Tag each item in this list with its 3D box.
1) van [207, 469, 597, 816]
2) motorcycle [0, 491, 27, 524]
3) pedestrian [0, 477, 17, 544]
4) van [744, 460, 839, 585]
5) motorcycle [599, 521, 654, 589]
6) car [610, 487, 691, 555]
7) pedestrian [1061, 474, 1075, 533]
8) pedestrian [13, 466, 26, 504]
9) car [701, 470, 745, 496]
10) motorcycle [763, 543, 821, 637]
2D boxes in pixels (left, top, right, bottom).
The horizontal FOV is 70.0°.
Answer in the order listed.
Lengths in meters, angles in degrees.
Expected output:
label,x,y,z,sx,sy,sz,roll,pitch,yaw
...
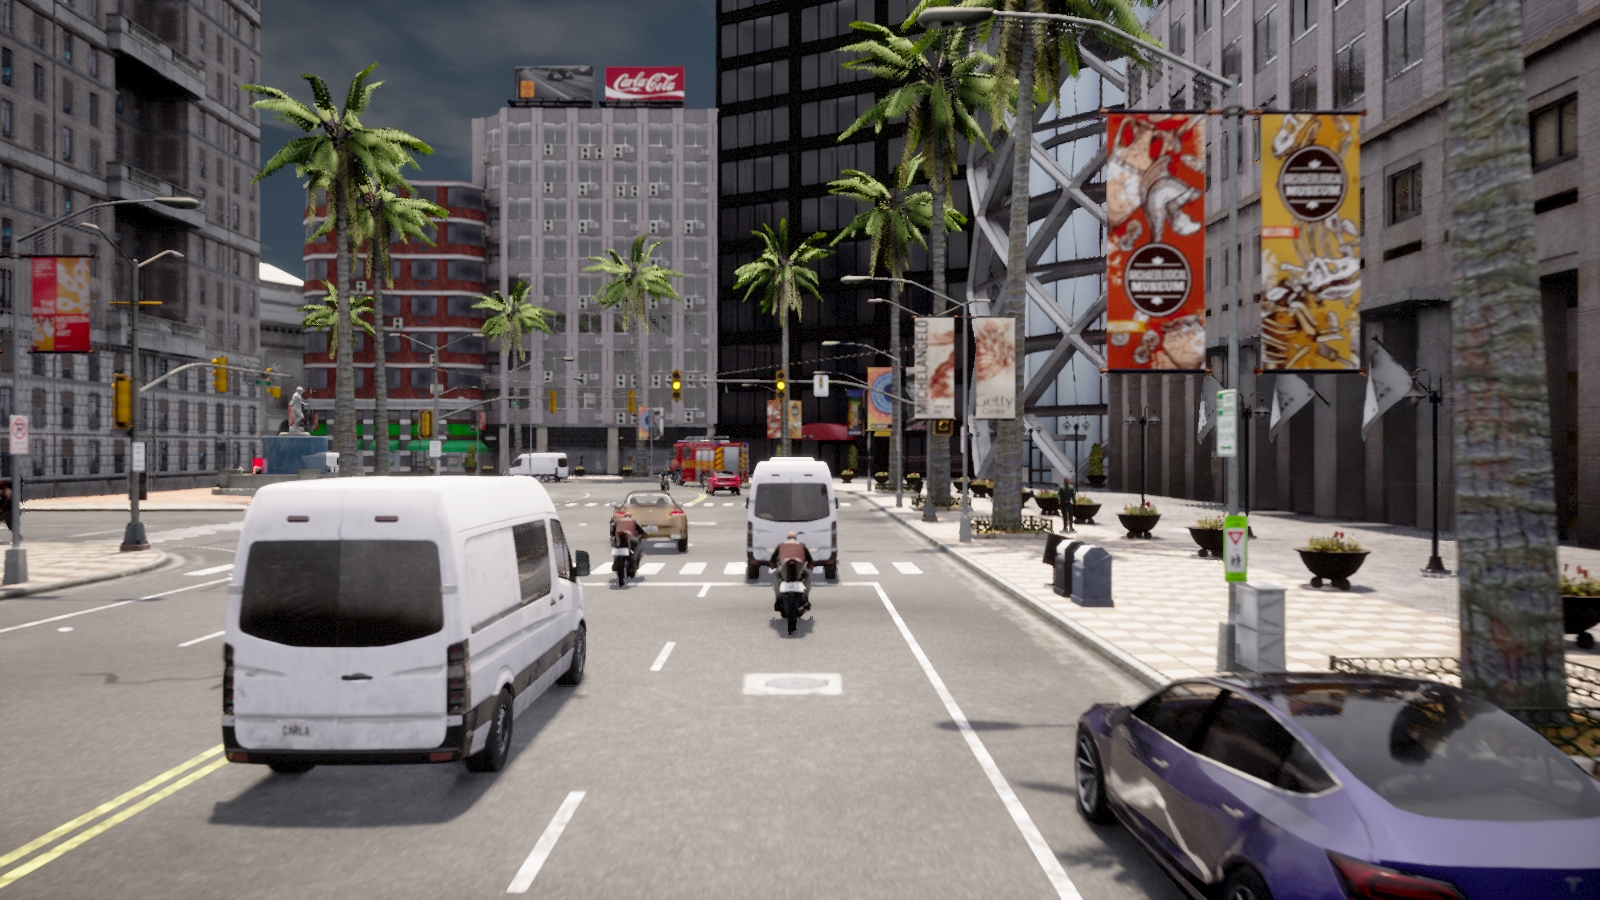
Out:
label,x,y,z,sx,sy,sz,roll,pitch,yaw
van,-3.590,1.536,11.755,1.988,2.561,5.915,0,0,0
motorcycle,-31.249,2.207,44.141,2.209,1.251,0.867,0,0,0
pedestrian,-22.285,1.699,32.117,0.375,1.860,0.375,0,0,41
van,-0.192,1.536,26.884,1.988,2.561,5.915,0,0,0
motorcycle,-3.680,2.206,24.360,0.867,1.251,2.209,0,0,-1
car,-4.453,1.994,33.359,2.152,1.651,5.027,0,0,-10
pedestrian,8.515,1.698,36.290,0.375,1.860,0.375,0,0,1
pedestrian,-37.945,1.699,55.555,0.375,1.860,0.375,0,0,-6
car,-4.923,2.065,72.479,2.231,1.480,4.892,0,0,-10
motorcycle,-0.129,2.206,18.366,0.867,1.251,2.209,0,0,0
